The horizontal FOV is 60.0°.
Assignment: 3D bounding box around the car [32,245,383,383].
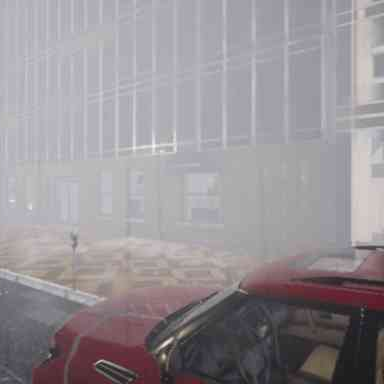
[{"bbox_3d":[1.081,1.314,2.109,5.009,1.841,2.192,0,0,36],"label":"car"}]
